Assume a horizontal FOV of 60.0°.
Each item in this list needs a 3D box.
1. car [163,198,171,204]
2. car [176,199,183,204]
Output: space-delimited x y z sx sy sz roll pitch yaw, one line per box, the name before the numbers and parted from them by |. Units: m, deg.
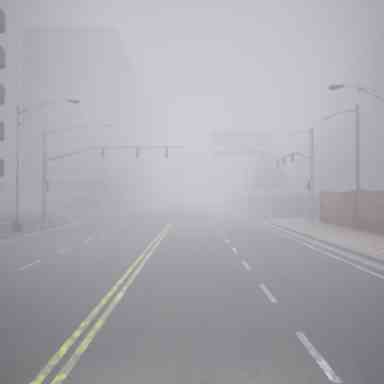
car | -7.000 2.513 93.073 1.882 1.535 5.008 0 -1 0
car | -3.500 2.575 93.072 2.033 1.411 5.357 0 -1 0
